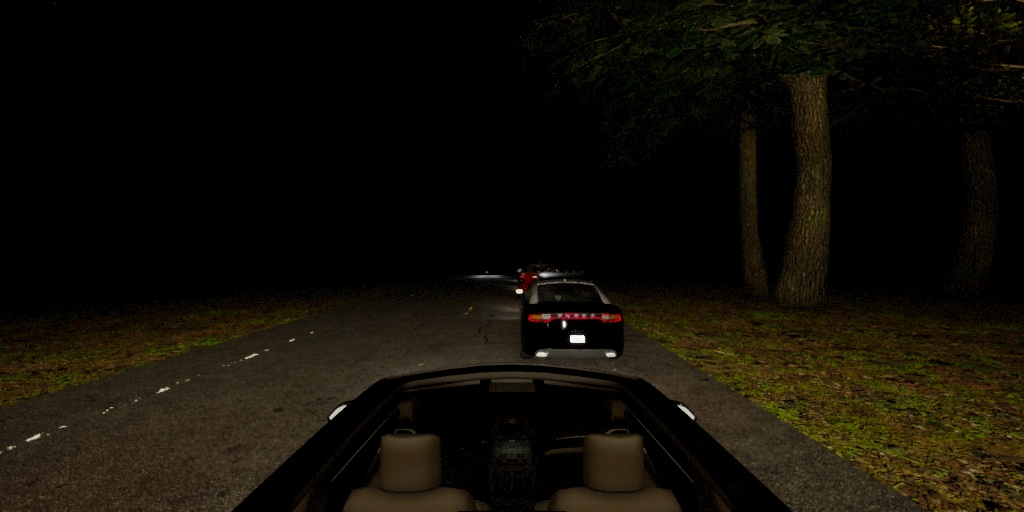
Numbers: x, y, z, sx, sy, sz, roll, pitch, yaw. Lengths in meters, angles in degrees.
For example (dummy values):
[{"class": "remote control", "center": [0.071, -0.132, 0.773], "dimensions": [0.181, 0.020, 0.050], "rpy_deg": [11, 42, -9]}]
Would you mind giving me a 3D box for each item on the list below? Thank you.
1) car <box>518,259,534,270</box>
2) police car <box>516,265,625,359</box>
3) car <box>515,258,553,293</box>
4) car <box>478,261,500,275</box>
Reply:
[{"class": "car", "center": [2.052, 1.230, 50.919], "dimensions": [2.033, 1.411, 5.357], "rpy_deg": [0, 0, 4]}, {"class": "police car", "center": [1.125, 1.170, 8.528], "dimensions": [1.930, 1.638, 5.238], "rpy_deg": [0, 0, 1]}, {"class": "car", "center": [1.342, 1.083, 18.349], "dimensions": [2.097, 1.767, 4.553], "rpy_deg": [0, 0, 2]}, {"class": "car", "center": [-2.341, 1.247, 38.222], "dimensions": [2.033, 1.411, 5.357], "rpy_deg": [0, 0, 3]}]
